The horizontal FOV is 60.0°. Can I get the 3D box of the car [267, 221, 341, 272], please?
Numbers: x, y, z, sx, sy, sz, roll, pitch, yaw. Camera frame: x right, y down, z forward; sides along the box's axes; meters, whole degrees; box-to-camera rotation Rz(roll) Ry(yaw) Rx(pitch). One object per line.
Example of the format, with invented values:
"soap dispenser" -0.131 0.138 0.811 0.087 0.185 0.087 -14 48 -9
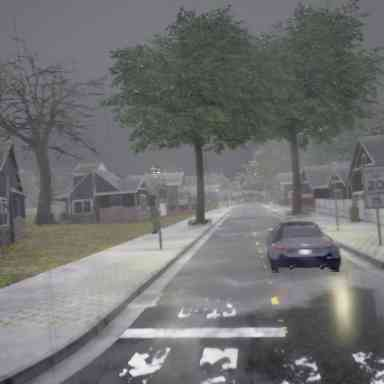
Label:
"car" 3.529 1.647 11.074 1.994 1.385 4.181 -4 -2 12
